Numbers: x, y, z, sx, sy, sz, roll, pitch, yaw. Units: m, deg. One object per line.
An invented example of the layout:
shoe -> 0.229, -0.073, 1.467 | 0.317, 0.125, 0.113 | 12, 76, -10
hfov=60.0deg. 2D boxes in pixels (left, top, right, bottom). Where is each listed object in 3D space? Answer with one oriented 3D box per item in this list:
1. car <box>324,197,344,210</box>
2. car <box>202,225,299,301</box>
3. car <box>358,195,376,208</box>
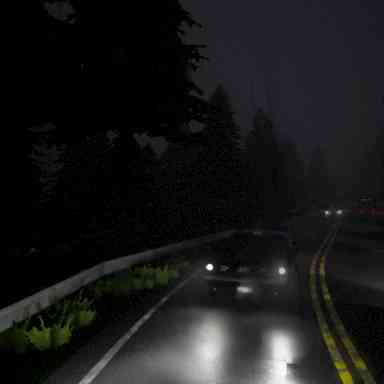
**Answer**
car -> 16.495, 1.283, 38.516 | 2.033, 1.411, 5.357 | -2, -1, 28
car -> 1.737, 1.605, 8.635 | 1.895, 1.301, 4.718 | -1, 0, 19
car -> 21.196, 1.069, 40.195 | 2.128, 1.511, 4.902 | -2, -1, 29
